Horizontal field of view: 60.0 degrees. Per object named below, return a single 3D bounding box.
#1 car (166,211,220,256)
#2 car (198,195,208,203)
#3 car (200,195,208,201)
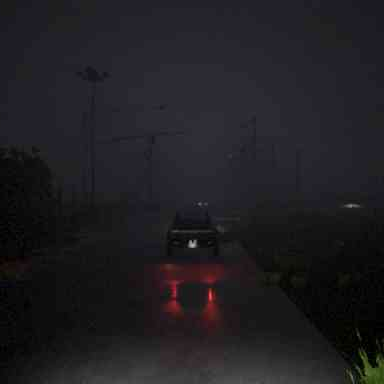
[{"bbox_3d":[0.038,1.487,13.057,2.128,1.511,4.902,0,0,1],"label":"car"},{"bbox_3d":[2.251,1.497,67.440,1.994,1.385,4.181,0,0,3],"label":"car"},{"bbox_3d":[2.996,1.443,82.894,1.812,1.442,4.674,0,0,3],"label":"car"}]
